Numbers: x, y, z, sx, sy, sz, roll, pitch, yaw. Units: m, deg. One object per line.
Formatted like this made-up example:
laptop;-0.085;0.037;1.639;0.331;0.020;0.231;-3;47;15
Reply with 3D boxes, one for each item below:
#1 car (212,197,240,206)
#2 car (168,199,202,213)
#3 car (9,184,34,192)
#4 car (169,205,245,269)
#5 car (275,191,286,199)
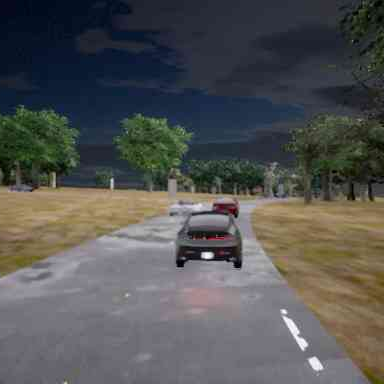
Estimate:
car;2.713;1.116;26.248;1.882;1.535;5.008;0;1;10
car;-0.461;1.244;26.493;1.895;1.301;4.718;0;1;11
car;-30.355;-0.686;59.244;4.181;1.385;1.994;3;0;16
car;0.614;1.350;10.707;1.837;1.490;4.892;0;0;6
car;23.544;0.730;88.150;2.150;2.045;5.566;0;0;24
